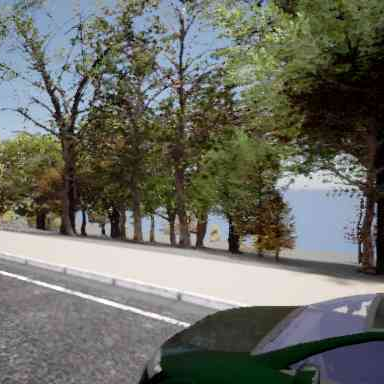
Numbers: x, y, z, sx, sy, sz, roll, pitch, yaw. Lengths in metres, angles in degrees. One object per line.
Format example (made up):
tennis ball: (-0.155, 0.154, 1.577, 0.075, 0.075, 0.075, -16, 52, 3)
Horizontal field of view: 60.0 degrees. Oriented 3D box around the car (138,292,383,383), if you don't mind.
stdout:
car: (1.552, 1.564, 2.586, 4.181, 1.385, 1.994, 0, 0, 35)
